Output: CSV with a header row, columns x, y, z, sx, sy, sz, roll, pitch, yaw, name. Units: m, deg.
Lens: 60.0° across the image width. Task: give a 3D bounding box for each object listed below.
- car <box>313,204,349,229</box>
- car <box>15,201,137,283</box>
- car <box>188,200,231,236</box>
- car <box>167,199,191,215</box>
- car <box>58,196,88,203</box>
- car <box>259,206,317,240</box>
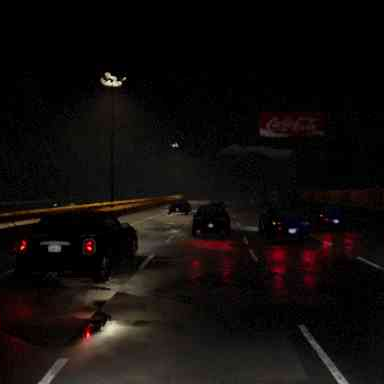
x,y,z,sx,sy,sz,roll,pitch,yaw,name
8.366,1.470,21.118,1.812,1.442,4.674,0,0,5,car
-3.031,1.314,9.746,2.097,1.767,4.553,0,0,3,car
1.084,1.417,18.084,1.882,1.535,5.008,0,0,5,car
-1.155,1.414,32.729,1.812,1.442,4.674,0,0,5,car
-11.831,1.219,33.032,2.097,1.767,4.553,0,0,5,car
4.467,1.478,16.499,1.812,1.442,4.674,0,0,5,car
